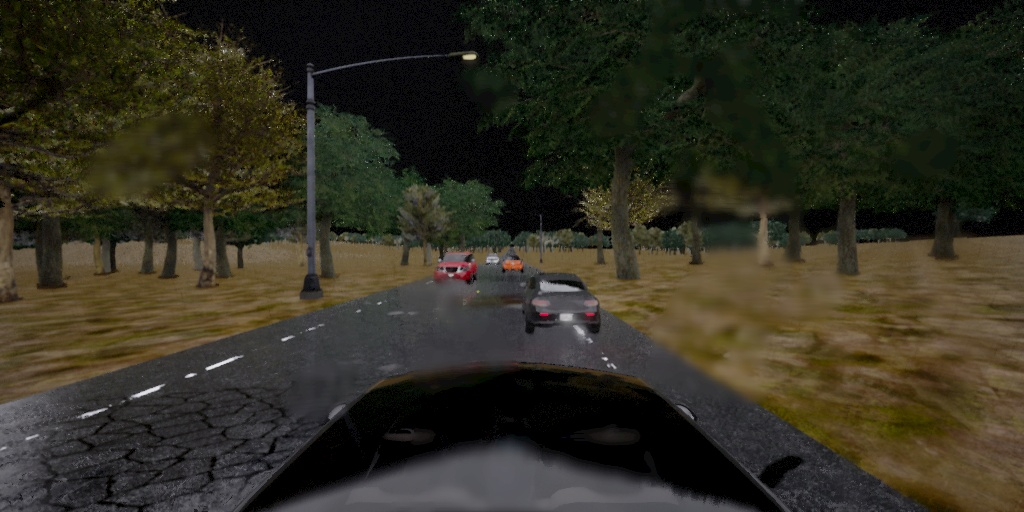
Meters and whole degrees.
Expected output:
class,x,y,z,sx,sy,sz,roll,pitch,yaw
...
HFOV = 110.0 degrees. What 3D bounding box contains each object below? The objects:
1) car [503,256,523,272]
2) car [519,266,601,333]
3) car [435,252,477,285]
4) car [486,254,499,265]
class,x,y,z,sx,sy,sz,roll,pitch,yaw
car,0.115,0.732,37.725,2.097,1.767,4.553,0,1,0
car,1.235,1.186,10.230,1.812,1.442,4.674,0,1,0
car,-3.573,0.738,23.947,2.150,2.045,5.566,0,1,0
car,-3.467,0.572,64.811,2.150,2.045,5.566,0,0,1
